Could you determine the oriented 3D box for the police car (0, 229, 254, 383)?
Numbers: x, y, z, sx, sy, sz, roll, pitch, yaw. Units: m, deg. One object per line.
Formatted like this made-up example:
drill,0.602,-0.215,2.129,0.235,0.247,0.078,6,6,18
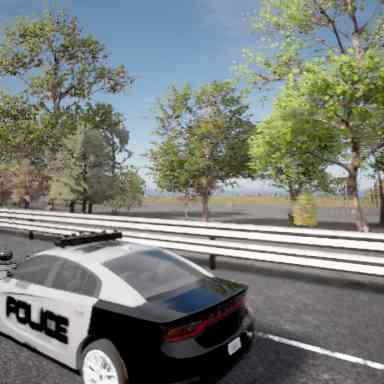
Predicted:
police car,-1.647,1.425,5.058,5.238,1.638,1.930,0,0,36
